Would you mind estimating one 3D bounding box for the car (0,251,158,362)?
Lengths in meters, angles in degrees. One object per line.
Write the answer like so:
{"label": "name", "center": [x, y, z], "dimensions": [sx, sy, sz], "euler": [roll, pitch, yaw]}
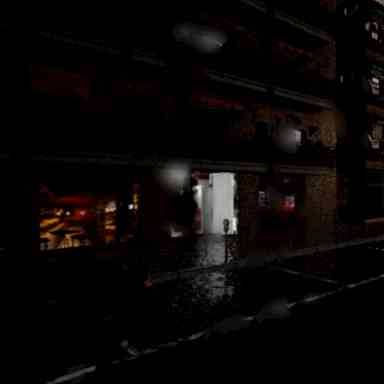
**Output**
{"label": "car", "center": [-2.512, 1.578, 4.769], "dimensions": [4.206, 1.307, 1.802], "euler": [-1, 1, -35]}
